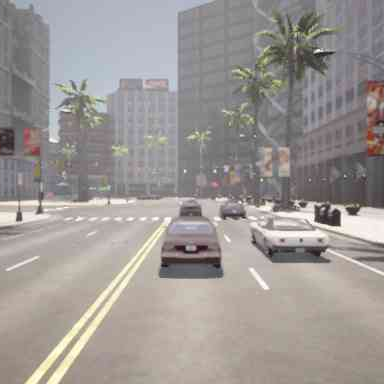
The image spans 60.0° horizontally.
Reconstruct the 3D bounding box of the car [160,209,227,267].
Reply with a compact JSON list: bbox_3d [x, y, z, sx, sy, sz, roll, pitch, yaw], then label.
[{"bbox_3d":[-0.021,1.529,11.321,2.033,1.411,5.357,0,0,0],"label":"car"}]

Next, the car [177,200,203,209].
[{"bbox_3d":[-0.166,1.459,28.501,1.837,1.490,4.892,0,0,-2],"label":"car"}]

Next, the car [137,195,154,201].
[{"bbox_3d":[-11.853,1.461,82.431,1.895,1.301,4.718,0,0,-32],"label":"car"}]

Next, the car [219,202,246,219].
[{"bbox_3d":[3.434,1.518,28.716,1.994,1.385,4.181,0,0,0],"label":"car"}]

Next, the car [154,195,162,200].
[{"bbox_3d":[-9.575,1.457,85.309,1.895,1.301,4.718,0,0,-32],"label":"car"}]

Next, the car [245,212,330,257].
[{"bbox_3d":[3.488,1.579,12.884,1.895,1.301,4.718,0,0,0],"label":"car"}]
